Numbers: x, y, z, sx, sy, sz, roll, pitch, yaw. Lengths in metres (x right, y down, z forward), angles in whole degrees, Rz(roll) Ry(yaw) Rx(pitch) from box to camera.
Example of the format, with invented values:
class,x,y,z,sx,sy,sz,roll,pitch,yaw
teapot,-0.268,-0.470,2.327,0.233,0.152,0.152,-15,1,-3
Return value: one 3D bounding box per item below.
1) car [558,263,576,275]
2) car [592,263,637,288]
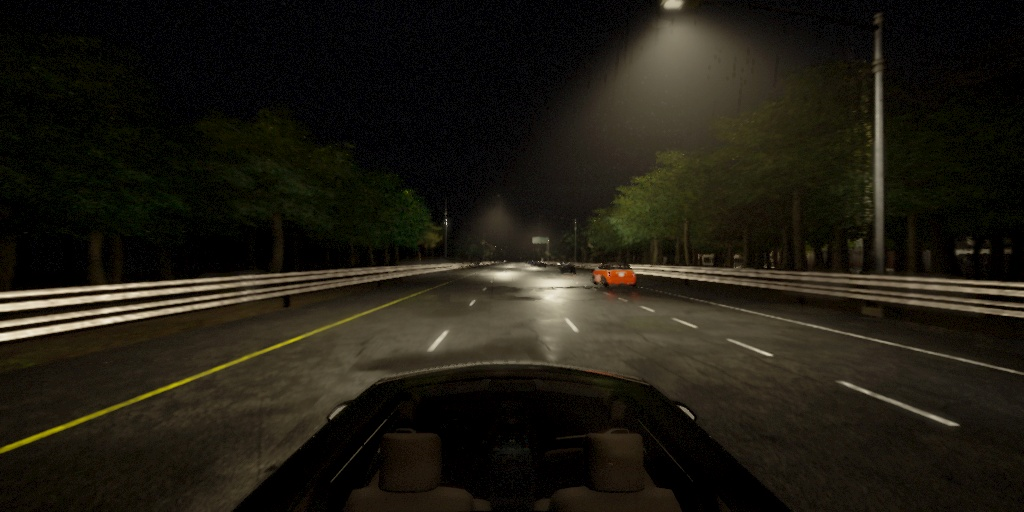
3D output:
class,x,y,z,sx,sy,sz,roll,pitch,yaw
car,7.102,1.628,46.794,2.128,1.511,4.902,0,-1,0
car,7.025,1.242,25.107,2.097,1.767,4.553,0,0,0
